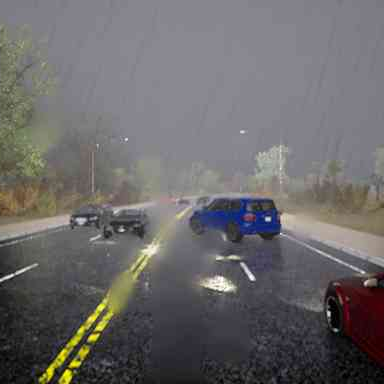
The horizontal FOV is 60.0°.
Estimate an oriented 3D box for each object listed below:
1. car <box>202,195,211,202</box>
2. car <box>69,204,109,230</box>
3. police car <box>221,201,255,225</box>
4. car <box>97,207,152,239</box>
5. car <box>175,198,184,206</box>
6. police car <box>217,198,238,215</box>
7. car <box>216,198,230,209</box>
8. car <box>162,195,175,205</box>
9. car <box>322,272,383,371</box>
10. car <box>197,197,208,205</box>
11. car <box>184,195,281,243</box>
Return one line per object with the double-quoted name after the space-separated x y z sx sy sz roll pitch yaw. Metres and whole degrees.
3.435 1.585 77.117 1.837 1.490 4.892 0 0 6 "car"
-6.456 1.558 21.952 2.128 1.511 4.902 0 0 1 "car"
3.465 1.572 25.856 2.038 1.542 4.974 0 0 2 "police car"
-3.283 1.617 17.605 1.994 1.385 4.181 0 0 1 "car"
-1.420 1.704 59.266 1.895 1.301 4.718 0 0 5 "car"
3.845 1.508 36.885 1.930 1.638 5.238 0 0 2 "police car"
4.386 1.594 47.688 1.837 1.490 4.892 0 0 3 "car"
-4.325 1.463 63.641 2.097 1.767 4.553 0 0 5 "car"
3.219 1.576 4.005 1.994 1.385 4.181 0 0 0 "car"
1.969 1.602 60.637 1.837 1.490 4.892 0 0 5 "car"
1.993 1.271 16.768 2.150 2.045 5.566 0 0 -29 "car"
